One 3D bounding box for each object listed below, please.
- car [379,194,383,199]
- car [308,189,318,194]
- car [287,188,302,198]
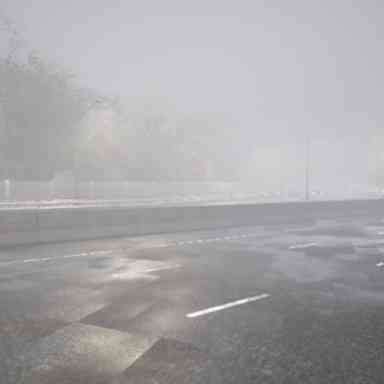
[{"bbox_3d":[35.730,0.894,59.425,5.566,2.045,2.150,0,0,-35],"label":"car"},{"bbox_3d":[30.582,-0.031,84.348,1.994,1.385,4.181,0,2,34],"label":"car"},{"bbox_3d":[21.953,0.183,71.043,2.150,2.045,5.566,0,1,32],"label":"car"}]
